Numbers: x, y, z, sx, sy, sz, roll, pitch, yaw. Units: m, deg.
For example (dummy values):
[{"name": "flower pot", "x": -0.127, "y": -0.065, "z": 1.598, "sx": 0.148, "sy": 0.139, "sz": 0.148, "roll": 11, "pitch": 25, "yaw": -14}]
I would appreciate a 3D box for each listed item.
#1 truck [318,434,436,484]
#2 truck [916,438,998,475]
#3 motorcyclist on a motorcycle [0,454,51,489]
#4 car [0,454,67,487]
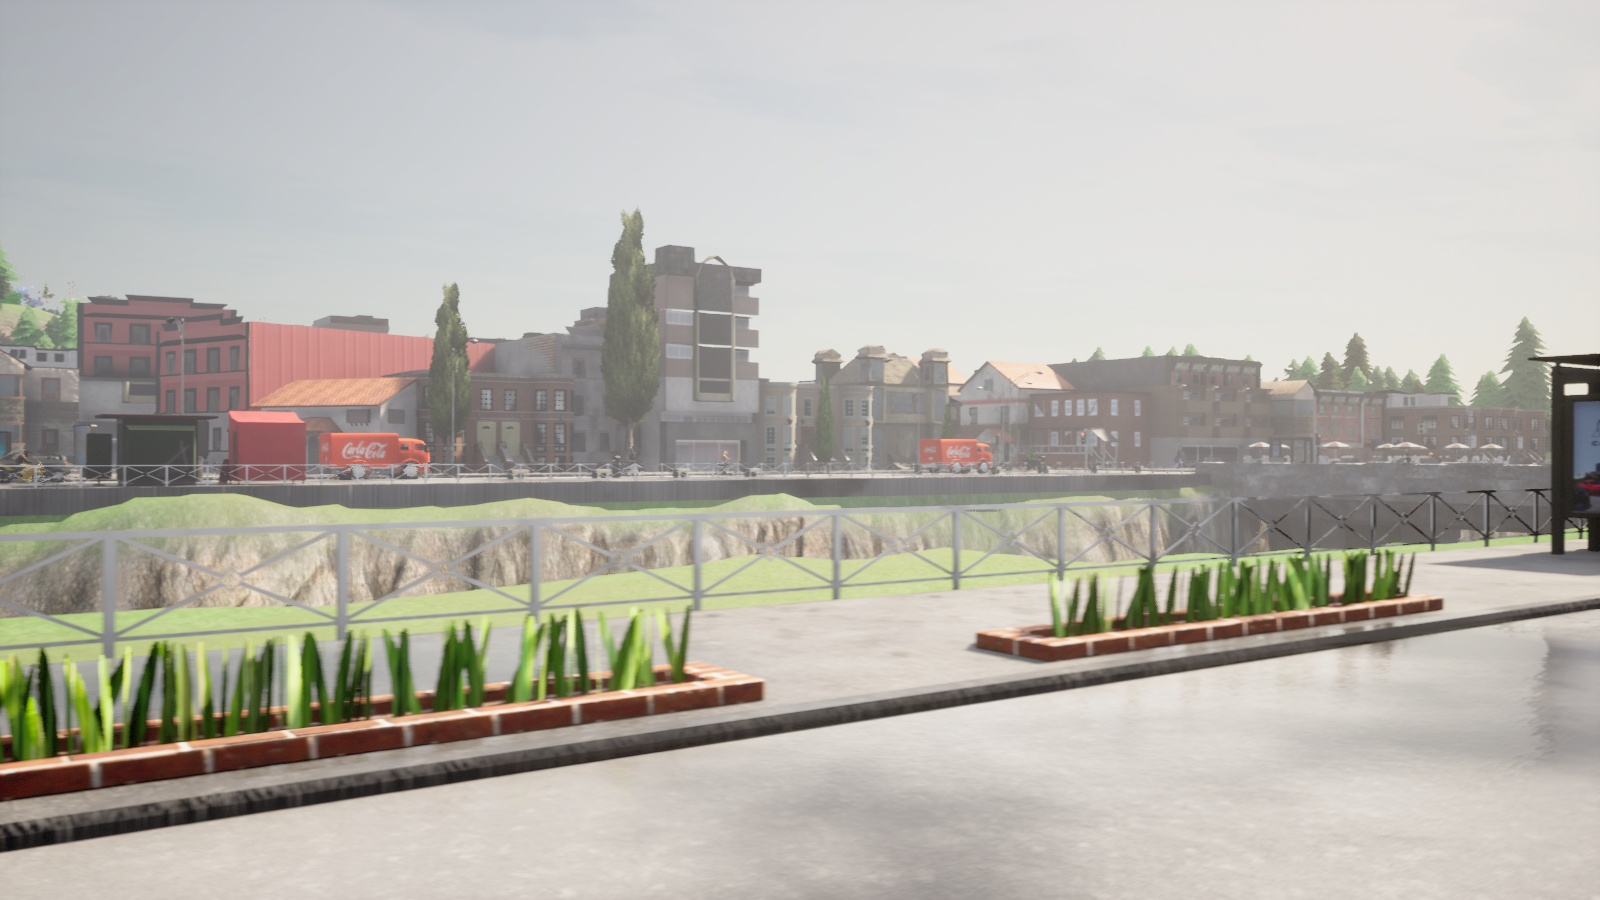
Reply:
[{"name": "truck", "x": -21.683, "y": 0.459, "z": 64.371, "sx": 5.204, "sy": 2.467, "sz": 2.627, "roll": 0, "pitch": 0, "yaw": -35}, {"name": "truck", "x": 10.923, "y": 0.438, "z": 87.100, "sx": 5.204, "sy": 2.467, "sz": 2.627, "roll": 0, "pitch": 0, "yaw": -35}, {"name": "motorcyclist on a motorcycle", "x": -34.341, "y": 0.935, "z": 55.542, "sx": 2.044, "sy": 1.523, "sz": 0.797, "roll": 0, "pitch": 0, "yaw": -35}, {"name": "car", "x": -36.567, "y": 0.945, "z": 58.867, "sx": 3.705, "sy": 1.549, "sz": 1.789, "roll": 0, "pitch": 0, "yaw": -35}]
